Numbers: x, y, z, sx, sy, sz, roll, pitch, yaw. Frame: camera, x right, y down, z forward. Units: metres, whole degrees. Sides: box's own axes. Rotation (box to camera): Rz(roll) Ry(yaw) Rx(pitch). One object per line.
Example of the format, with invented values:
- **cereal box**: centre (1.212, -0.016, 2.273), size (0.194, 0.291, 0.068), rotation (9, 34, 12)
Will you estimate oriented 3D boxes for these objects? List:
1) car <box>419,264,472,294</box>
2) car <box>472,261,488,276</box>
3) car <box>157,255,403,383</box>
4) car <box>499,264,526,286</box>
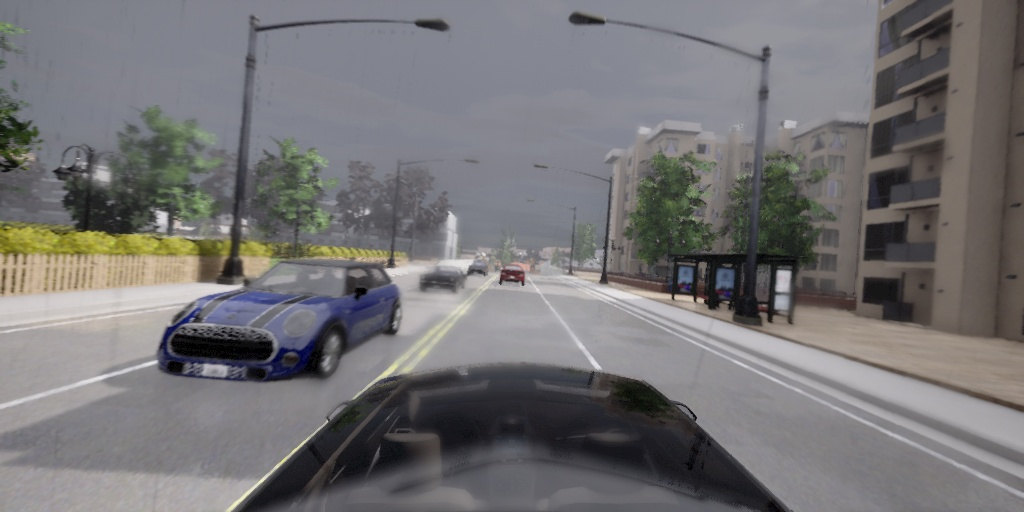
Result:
- **car**: centre (-3.587, 1.186, 19.406), size (1.895, 1.301, 4.718), rotation (5, 0, 0)
- **car**: centre (-3.418, 1.269, 37.075), size (2.033, 1.411, 5.357), rotation (5, 0, 0)
- **car**: centre (-3.622, 0.845, 6.686), size (2.097, 1.767, 4.553), rotation (5, 0, 0)
- **car**: centre (0.045, 1.416, 28.573), size (1.882, 1.535, 5.008), rotation (5, 0, 0)
